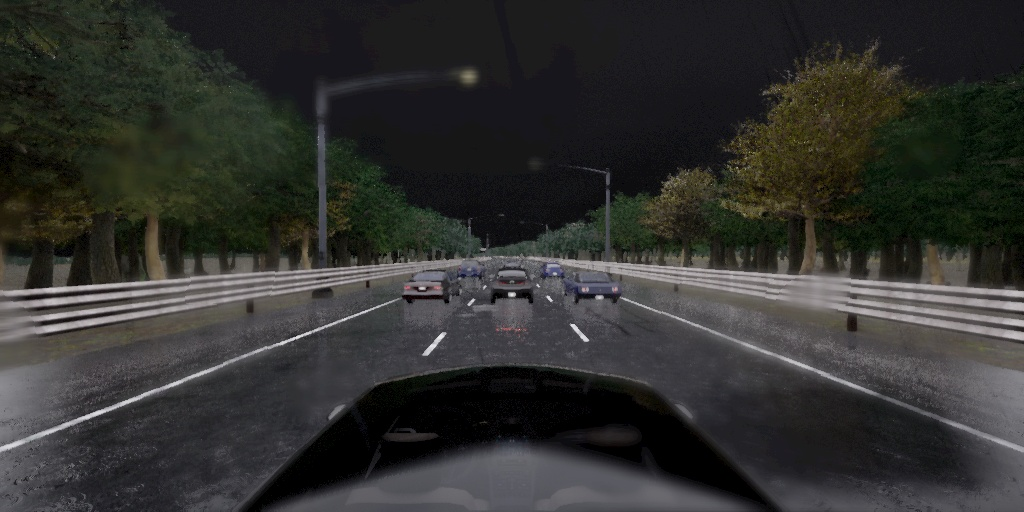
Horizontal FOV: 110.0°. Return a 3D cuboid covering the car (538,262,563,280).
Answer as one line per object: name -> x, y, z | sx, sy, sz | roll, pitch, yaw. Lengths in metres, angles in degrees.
car -> 3.500, 1.270, 31.485 | 1.812, 1.442, 4.674 | 0, 0, 0

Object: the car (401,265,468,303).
car -> -3.500, 1.311, 16.485 | 2.033, 1.411, 5.357 | 0, 0, 0

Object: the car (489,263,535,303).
car -> 0.000, 1.264, 16.485 | 1.837, 1.490, 4.892 | 0, 0, 0

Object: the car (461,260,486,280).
car -> -3.500, 1.103, 31.454 | 2.097, 1.767, 4.553 | 0, 0, 0

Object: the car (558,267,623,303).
car -> 3.500, 1.364, 16.516 | 1.895, 1.301, 4.718 | 0, 0, 0
